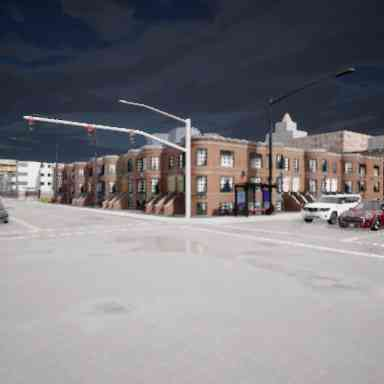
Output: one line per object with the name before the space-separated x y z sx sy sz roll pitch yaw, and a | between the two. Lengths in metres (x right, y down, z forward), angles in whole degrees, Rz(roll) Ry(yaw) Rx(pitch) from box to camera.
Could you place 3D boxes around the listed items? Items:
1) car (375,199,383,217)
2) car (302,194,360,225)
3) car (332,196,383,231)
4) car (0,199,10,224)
car | 18.987 1.428 30.439 5.008 1.535 1.882 0 0 -35
car | 10.446 1.189 24.350 5.566 2.045 2.150 0 0 -36
car | 10.992 1.321 20.428 4.553 1.767 2.097 0 0 -36
car | -14.634 1.503 24.309 1.837 1.490 4.892 0 0 -36
